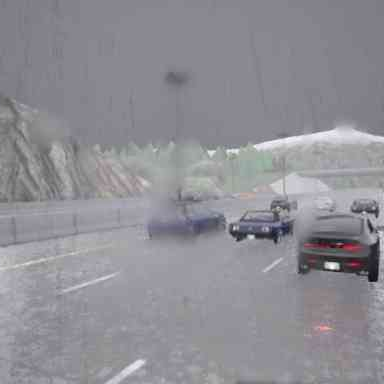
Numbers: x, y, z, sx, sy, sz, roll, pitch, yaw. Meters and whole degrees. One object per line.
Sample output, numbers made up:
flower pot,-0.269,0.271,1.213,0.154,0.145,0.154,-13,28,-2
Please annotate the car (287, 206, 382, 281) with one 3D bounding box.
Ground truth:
car,4.325,1.373,9.573,1.837,1.490,4.892,-1,0,29

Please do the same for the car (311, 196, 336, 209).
car,12.253,1.130,30.973,1.812,1.442,4.674,-1,0,29

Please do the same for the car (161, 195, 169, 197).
car,-4.013,1.228,52.324,2.128,1.511,4.902,-1,0,29

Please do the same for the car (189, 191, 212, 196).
car,2.255,0.879,49.190,2.150,2.045,5.566,-1,0,29

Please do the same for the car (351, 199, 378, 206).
car,13.832,1.207,26.583,1.895,1.301,4.718,-1,0,29

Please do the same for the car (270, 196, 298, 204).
car,8.971,1.155,32.244,1.837,1.490,4.892,-1,0,29

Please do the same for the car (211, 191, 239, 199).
car,5.025,0.973,46.984,2.097,1.767,4.553,-1,1,29

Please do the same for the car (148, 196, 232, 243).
car,-0.093,1.252,16.002,2.097,1.767,4.553,-1,0,29

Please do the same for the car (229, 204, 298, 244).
car,3.408,1.450,15.064,1.895,1.301,4.718,-1,0,29

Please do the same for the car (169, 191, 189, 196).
car,-0.737,0.915,51.008,2.150,2.045,5.566,-1,0,29
